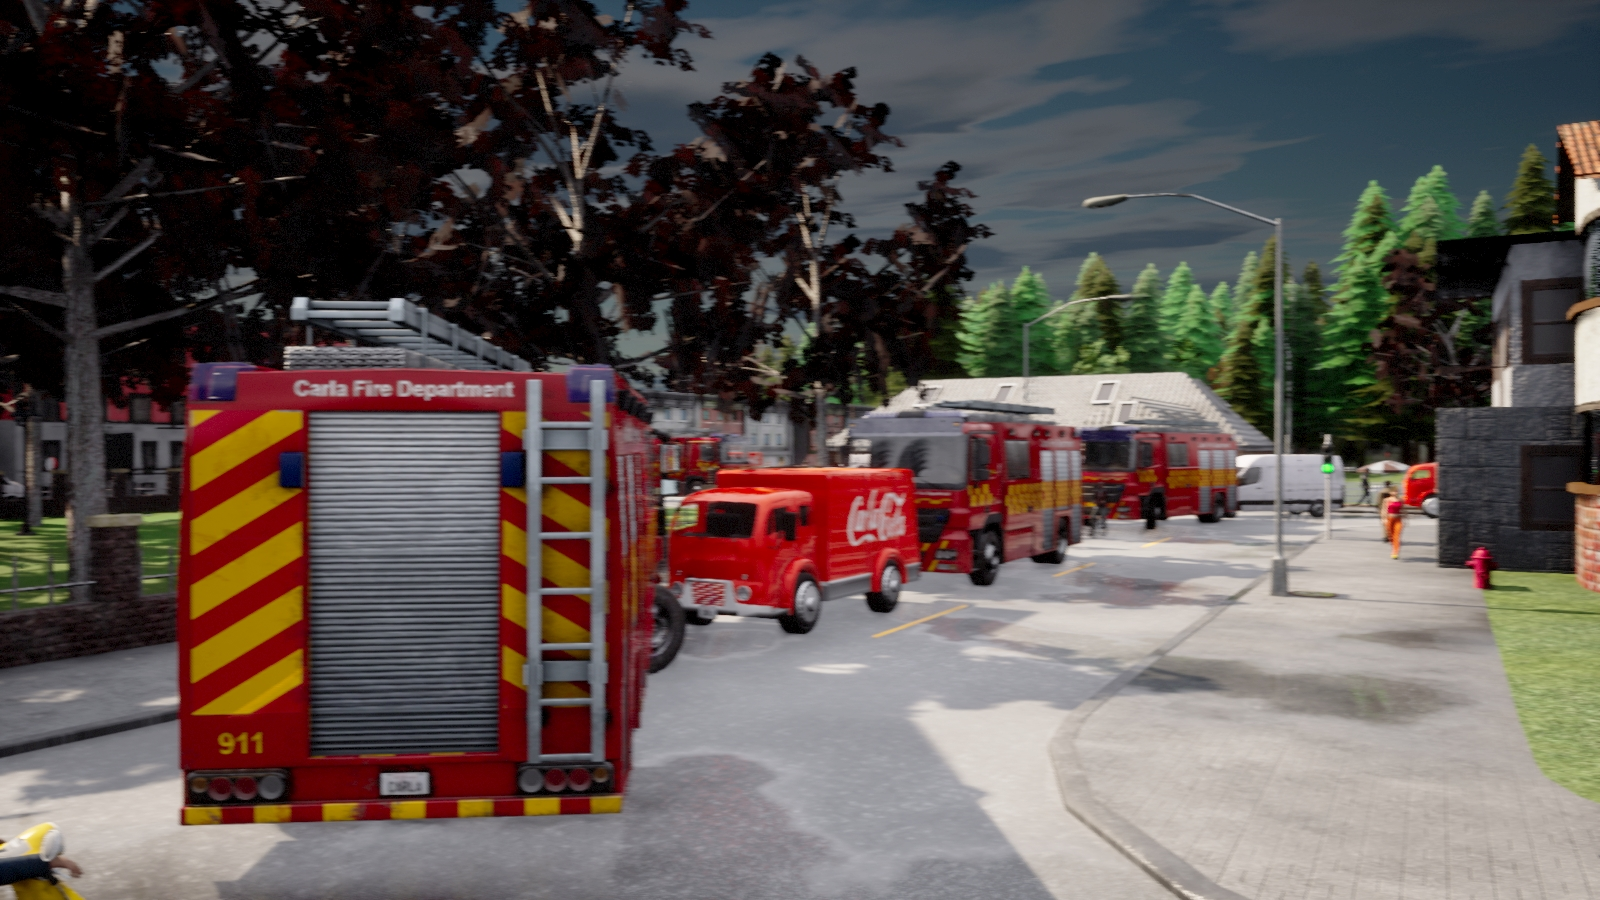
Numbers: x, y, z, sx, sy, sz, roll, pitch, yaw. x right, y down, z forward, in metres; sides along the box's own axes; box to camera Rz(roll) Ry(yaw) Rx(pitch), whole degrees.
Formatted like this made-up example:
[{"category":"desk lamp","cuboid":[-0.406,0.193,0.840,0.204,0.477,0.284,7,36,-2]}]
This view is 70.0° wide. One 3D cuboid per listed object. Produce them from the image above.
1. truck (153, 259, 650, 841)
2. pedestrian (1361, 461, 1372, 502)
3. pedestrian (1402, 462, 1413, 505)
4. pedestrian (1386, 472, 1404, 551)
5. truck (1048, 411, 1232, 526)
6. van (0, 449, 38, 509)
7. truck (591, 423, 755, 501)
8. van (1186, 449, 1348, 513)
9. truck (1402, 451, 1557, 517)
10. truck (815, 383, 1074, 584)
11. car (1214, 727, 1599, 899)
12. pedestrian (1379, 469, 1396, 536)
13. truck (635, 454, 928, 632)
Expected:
[{"category":"truck","cuboid":[-3.194,0.655,11.857,2.891,3.827,8.468,0,0,-5]},{"category":"pedestrian","cuboid":[25.861,1.454,52.140,0.375,1.860,0.375,0,0,14]},{"category":"pedestrian","cuboid":[26.690,1.455,50.168,0.375,1.860,0.375,0,0,19]},{"category":"pedestrian","cuboid":[14.372,1.478,27.580,0.375,1.860,0.375,0,0,29]},{"category":"truck","cuboid":[12.679,0.614,42.098,2.891,3.827,8.468,0,0,44]},{"category":"van","cuboid":[-35.749,1.256,48.028,1.988,2.561,5.915,0,0,29]},{"category":"truck","cuboid":[-6.742,0.593,59.993,8.468,3.827,2.891,0,0,30]},{"category":"van","cuboid":[19.204,1.251,47.077,5.915,2.561,1.988,0,0,-5]},{"category":"truck","cuboid":[26.975,1.286,45.580,5.204,2.467,2.627,0,0,29]},{"category":"truck","cuboid":[3.639,0.636,26.141,2.891,3.827,8.468,0,0,29]},{"category":"car","cuboid":[3.545,1.839,2.314,4.792,1.488,2.163,0,0,32]},{"category":"pedestrian","cuboid":[16.519,1.473,32.135,0.375,1.860,0.375,0,0,36]},{"category":"truck","cuboid":[-0.091,1.323,18.994,2.627,2.467,5.204,0,0,29]}]
